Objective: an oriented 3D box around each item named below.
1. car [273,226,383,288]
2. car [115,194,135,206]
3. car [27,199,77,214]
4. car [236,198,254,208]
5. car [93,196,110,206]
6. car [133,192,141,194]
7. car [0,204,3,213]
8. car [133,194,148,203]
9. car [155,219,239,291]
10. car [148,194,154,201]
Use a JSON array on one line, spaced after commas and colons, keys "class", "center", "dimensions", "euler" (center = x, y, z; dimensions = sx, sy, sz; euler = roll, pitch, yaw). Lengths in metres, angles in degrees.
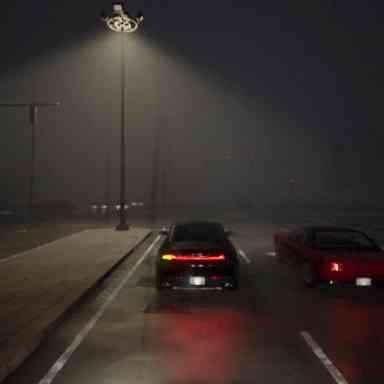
[{"class": "car", "center": [3.637, 1.590, 9.199], "dimensions": [1.895, 1.301, 4.718], "euler": [0, 0, 1]}, {"class": "car", "center": [-11.203, 1.503, 54.408], "dimensions": [1.994, 1.385, 4.181], "euler": [0, 0, 1]}, {"class": "car", "center": [-14.358, 1.453, 34.147], "dimensions": [4.902, 1.511, 2.128], "euler": [0, 0, 5]}, {"class": "car", "center": [7.423, 1.511, 46.752], "dimensions": [1.994, 1.385, 4.181], "euler": [0, 0, 0]}, {"class": "car", "center": [-14.700, 1.465, 54.420], "dimensions": [1.812, 1.442, 4.674], "euler": [0, 0, 1]}, {"class": "car", "center": [-14.358, 1.112, 85.640], "dimensions": [2.150, 2.045, 5.566], "euler": [0, 0, 1]}, {"class": "car", "center": [-20.318, 1.317, 30.995], "dimensions": [4.553, 1.767, 2.097], "euler": [0, 0, 4]}, {"class": "car", "center": [-11.020, 1.518, 68.852], "dimensions": [1.895, 1.301, 4.718], "euler": [0, 0, 0]}, {"class": "car", "center": [0.134, 1.495, 8.956], "dimensions": [1.837, 1.490, 4.892], "euler": [0, 0, 1]}, {"class": "car", "center": [-10.869, 1.393, 84.961], "dimensions": [1.837, 1.490, 4.892], "euler": [0, 0, 1]}]
